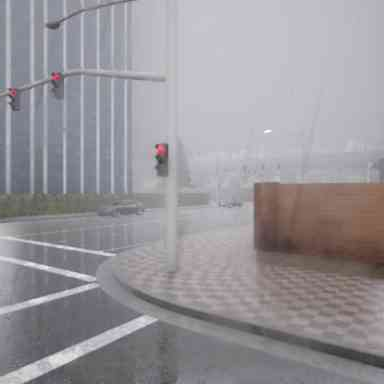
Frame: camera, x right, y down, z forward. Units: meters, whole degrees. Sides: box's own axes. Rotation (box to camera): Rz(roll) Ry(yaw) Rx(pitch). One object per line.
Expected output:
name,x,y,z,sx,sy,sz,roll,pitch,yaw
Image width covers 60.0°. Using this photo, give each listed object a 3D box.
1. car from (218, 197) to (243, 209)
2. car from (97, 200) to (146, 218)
car,5.423,1.488,46.184,2.128,1.511,4.902,0,0,35
car,-6.271,1.497,29.850,1.837,1.490,4.892,0,0,35
